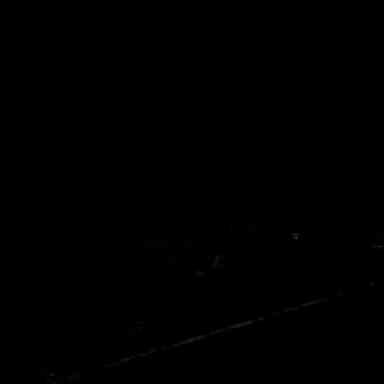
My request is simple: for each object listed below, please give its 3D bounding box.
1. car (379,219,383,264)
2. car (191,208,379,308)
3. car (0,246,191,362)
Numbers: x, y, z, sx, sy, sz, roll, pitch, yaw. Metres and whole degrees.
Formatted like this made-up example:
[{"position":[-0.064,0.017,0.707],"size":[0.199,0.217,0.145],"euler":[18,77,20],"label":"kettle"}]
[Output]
[{"position":[6.801,1.631,11.501],"size":[4.507,1.381,1.887],"euler":[1,0,-35],"label":"car"},{"position":[2.213,1.361,8.230],"size":[5.009,1.841,2.192],"euler":[1,0,-35],"label":"car"},{"position":[-2.377,1.572,4.956],"size":[4.313,1.339,1.947],"euler":[1,0,-35],"label":"car"}]
